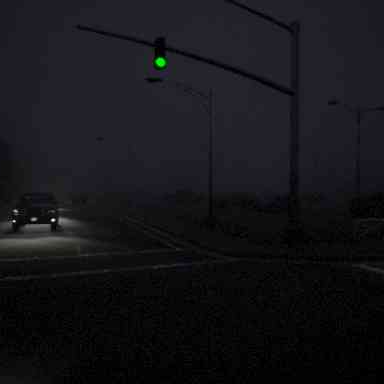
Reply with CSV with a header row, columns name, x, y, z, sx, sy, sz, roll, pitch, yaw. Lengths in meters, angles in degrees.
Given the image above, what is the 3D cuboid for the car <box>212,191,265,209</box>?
name,x,y,z,sx,sy,sz,roll,pitch,yaw
car,4.373,0.828,33.748,5.027,1.636,2.152,0,1,-22

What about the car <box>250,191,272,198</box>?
name,x,y,z,sx,sy,sz,roll,pitch,yaw
car,15.566,0.524,75.151,4.514,1.523,2.007,0,1,-22

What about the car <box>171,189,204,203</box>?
name,x,y,z,sx,sy,sz,roll,pitch,yaw
car,-0.375,0.590,45.626,3.866,1.878,1.905,0,1,-22

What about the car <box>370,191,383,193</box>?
name,x,y,z,sx,sy,sz,roll,pitch,yaw
car,21.680,0.774,37.284,4.605,1.855,1.932,0,1,-22

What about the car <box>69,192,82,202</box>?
name,x,y,z,sx,sy,sz,roll,pitch,yaw
car,-19.151,0.841,54.451,1.837,1.490,4.892,0,1,-22

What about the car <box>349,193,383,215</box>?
name,x,y,z,sx,sy,sz,roll,pitch,yaw
car,14.960,1.084,27.126,4.514,1.523,2.007,0,1,-22

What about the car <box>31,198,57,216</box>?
name,x,y,z,sx,sy,sz,roll,pitch,yaw
car,-12.926,1.271,29.213,1.895,1.301,4.718,0,1,-22

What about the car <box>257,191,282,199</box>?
name,x,y,z,sx,sy,sz,roll,pitch,yaw
car,16.779,0.554,72.258,5.027,1.636,2.152,0,1,-22

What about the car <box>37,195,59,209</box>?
name,x,y,z,sx,sy,sz,roll,pitch,yaw
car,-16.687,1.087,38.793,2.033,1.411,5.357,0,1,-21

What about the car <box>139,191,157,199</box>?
name,x,y,z,sx,sy,sz,roll,pitch,yaw
car,-8.605,0.615,65.481,3.633,1.501,1.845,0,1,-22

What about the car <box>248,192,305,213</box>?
name,x,y,z,sx,sy,sz,roll,pitch,yaw
car,7.055,0.988,27.910,3.806,1.475,1.970,0,1,-22

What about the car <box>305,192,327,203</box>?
name,x,y,z,sx,sy,sz,roll,pitch,yaw
car,17.718,0.815,49.116,4.514,1.523,2.007,0,1,-22

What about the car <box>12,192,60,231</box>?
name,x,y,z,sx,sy,sz,roll,pitch,yaw
car,-9.139,1.021,19.701,2.150,2.045,5.566,0,1,-21

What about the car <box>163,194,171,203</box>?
name,x,y,z,sx,sy,sz,roll,pitch,yaw
car,-1.836,0.574,48.172,4.605,1.855,1.932,0,1,-22

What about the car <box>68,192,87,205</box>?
name,x,y,z,sx,sy,sz,roll,pitch,yaw
car,-15.192,0.959,44.806,2.128,1.511,4.902,0,1,-22
